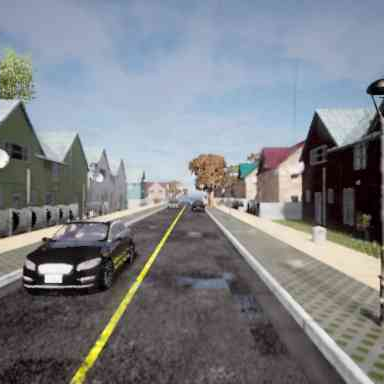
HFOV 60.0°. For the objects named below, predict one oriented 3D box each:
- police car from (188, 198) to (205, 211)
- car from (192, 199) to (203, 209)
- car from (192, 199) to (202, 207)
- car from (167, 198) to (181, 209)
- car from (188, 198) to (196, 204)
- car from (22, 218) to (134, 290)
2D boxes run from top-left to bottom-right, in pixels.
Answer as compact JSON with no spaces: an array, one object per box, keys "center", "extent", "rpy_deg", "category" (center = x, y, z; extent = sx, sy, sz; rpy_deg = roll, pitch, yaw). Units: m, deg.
[{"center":[0.832,1.778,45.707],"extent":[1.930,1.638,5.238],"rpy_deg":[0,-1,0],"category":"police car"},{"center":[0.834,1.986,55.595],"extent":[1.812,1.442,4.674],"rpy_deg":[0,-1,0],"category":"car"},{"center":[0.834,2.031,61.595],"extent":[1.837,1.490,4.892],"rpy_deg":[0,-1,0],"category":"car"},{"center":[-2.802,1.786,53.170],"extent":[2.097,1.767,4.553],"rpy_deg":[0,-1,0],"category":"car"},{"center":[0.013,2.186,80.649],"extent":[2.033,1.411,5.357],"rpy_deg":[0,-1,0],"category":"car"},{"center":[-2.849,1.535,9.302],"extent":[2.128,1.511,4.902],"rpy_deg":[0,0,0],"category":"car"}]
